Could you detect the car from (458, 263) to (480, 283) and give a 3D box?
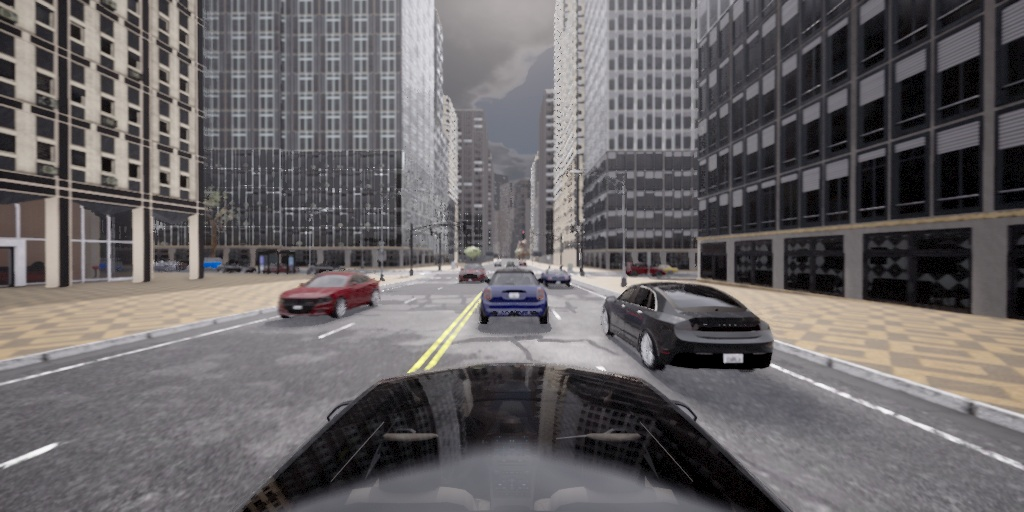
[{"bbox_3d":[-3.390,1.402,31.395,2.097,1.767,4.553,0,-1,0],"label":"car"}]

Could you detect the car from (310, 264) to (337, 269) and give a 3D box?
[{"bbox_3d":[-22.863,1.626,44.388,4.313,1.339,1.948,0,0,1],"label":"car"}]

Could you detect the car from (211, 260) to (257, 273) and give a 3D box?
[{"bbox_3d":[-34.229,1.528,44.659,4.313,1.339,1.948,0,0,1],"label":"car"}]

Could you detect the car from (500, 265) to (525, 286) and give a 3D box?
[{"bbox_3d":[0.017,1.530,28.999,1.837,1.490,4.892,0,-1,0],"label":"car"}]

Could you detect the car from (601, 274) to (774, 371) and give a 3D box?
[{"bbox_3d":[3.323,1.317,7.810,1.837,1.490,4.892,0,-1,0],"label":"car"}]

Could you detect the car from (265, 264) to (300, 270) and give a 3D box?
[{"bbox_3d":[-28.548,1.593,44.504,4.207,1.307,1.802,0,0,1],"label":"car"}]

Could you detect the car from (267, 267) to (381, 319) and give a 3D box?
[{"bbox_3d":[-6.632,1.353,13.580,1.882,1.535,5.008,0,-1,0],"label":"car"}]

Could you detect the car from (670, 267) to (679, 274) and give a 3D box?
[{"bbox_3d":[21.647,1.912,52.285,4.829,1.417,1.751,0,0,1],"label":"car"}]

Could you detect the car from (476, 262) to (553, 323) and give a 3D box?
[{"bbox_3d":[0.063,1.217,12.800,2.097,1.767,4.553,0,-1,0],"label":"car"}]

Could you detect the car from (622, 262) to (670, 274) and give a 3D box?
[{"bbox_3d":[16.063,1.702,43.982,5.009,1.841,2.192,0,0,1],"label":"car"}]

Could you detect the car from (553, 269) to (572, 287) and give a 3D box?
[{"bbox_3d":[3.273,1.611,27.539,1.895,1.301,4.718,0,-1,0],"label":"car"}]
